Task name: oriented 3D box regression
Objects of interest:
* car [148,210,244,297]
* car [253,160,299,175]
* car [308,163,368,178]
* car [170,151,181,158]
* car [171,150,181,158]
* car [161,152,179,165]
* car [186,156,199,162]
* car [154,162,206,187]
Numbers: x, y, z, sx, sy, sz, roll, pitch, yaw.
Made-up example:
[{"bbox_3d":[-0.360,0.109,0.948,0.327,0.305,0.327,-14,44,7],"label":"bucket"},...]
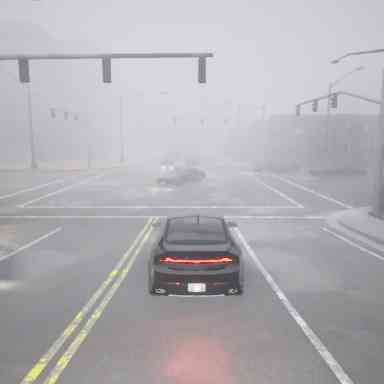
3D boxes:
[{"bbox_3d":[0.075,1.200,8.020,1.837,1.490,4.892,0,4,0],"label":"car"},{"bbox_3d":[9.191,-2.727,36.326,4.892,1.490,1.837,0,9,0],"label":"car"},{"bbox_3d":[14.348,-2.150,32.849,5.357,1.411,2.033,0,9,0],"label":"car"},{"bbox_3d":[-3.539,-6.653,60.814,2.097,1.767,4.553,0,9,0],"label":"car"},{"bbox_3d":[-3.467,-8.093,70.992,1.882,1.535,5.008,0,9,0],"label":"car"},{"bbox_3d":[-3.573,-4.895,50.684,2.033,1.411,5.357,0,9,0],"label":"car"},{"bbox_3d":[0.073,-4.639,49.127,1.994,1.385,4.181,0,9,0],"label":"car"},{"bbox_3d":[-0.830,-1.372,27.806,2.033,1.411,5.357,5,10,32],"label":"car"}]
